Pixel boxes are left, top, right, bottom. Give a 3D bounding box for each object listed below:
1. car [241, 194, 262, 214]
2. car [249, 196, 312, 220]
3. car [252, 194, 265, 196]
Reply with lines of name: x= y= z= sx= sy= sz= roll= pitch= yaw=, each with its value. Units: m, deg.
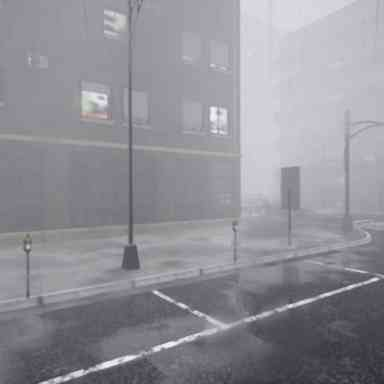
car: x=3.542 y=1.133 z=28.865 sx=1.752 sy=1.417 sz=4.829 roll=1 pitch=0 yaw=-36
car: x=6.714 y=1.234 z=24.498 sx=2.008 sy=1.369 sz=4.403 roll=1 pitch=0 yaw=-36
car: x=6.971 y=0.932 z=38.404 sx=1.967 sy=1.590 sz=4.097 roll=1 pitch=0 yaw=-36
